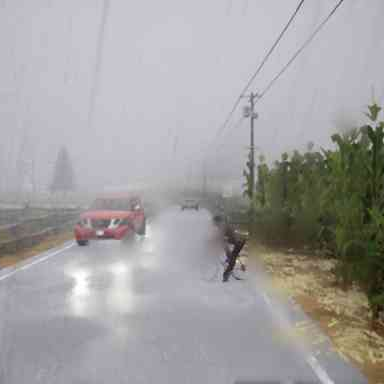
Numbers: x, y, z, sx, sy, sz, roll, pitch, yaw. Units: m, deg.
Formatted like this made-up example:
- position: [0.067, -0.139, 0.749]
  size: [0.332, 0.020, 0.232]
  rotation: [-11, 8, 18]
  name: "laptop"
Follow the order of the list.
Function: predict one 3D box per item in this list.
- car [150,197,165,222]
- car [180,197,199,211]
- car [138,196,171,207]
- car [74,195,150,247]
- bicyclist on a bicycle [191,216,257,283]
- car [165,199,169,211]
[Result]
- position: [-3.412, 1.362, 24.720]
  size: [2.128, 1.511, 4.902]
  rotation: [0, 0, -1]
  name: "car"
- position: [-0.292, 1.295, 37.284]
  size: [2.128, 1.511, 4.902]
  rotation: [0, 0, -2]
  name: "car"
- position: [-5.268, 1.320, 46.470]
  size: [4.181, 1.385, 1.994]
  rotation: [0, 0, 27]
  name: "car"
- position: [-3.414, 1.145, 14.966]
  size: [2.150, 2.045, 5.566]
  rotation: [0, 0, -1]
  name: "car"
- position: [0.787, 1.409, 8.164]
  size: [1.656, 1.620, 0.582]
  rotation: [0, 0, -1]
  name: "bicyclist on a bicycle"
- position: [-3.527, 1.347, 34.000]
  size: [1.812, 1.442, 4.674]
  rotation: [0, 0, 0]
  name: "car"
